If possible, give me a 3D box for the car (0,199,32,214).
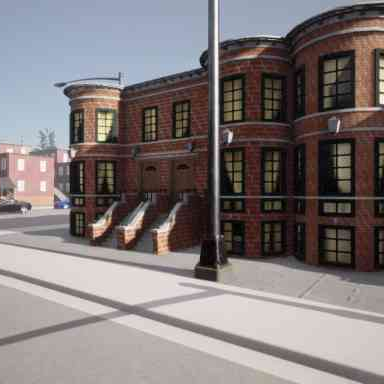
[{"bbox_3d":[-18.780,1.492,33.586,2.128,1.511,4.902,0,0,36],"label":"car"}]

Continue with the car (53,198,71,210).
[{"bbox_3d":[-15.740,1.478,43.847,1.882,1.535,5.008,0,0,35],"label":"car"}]
